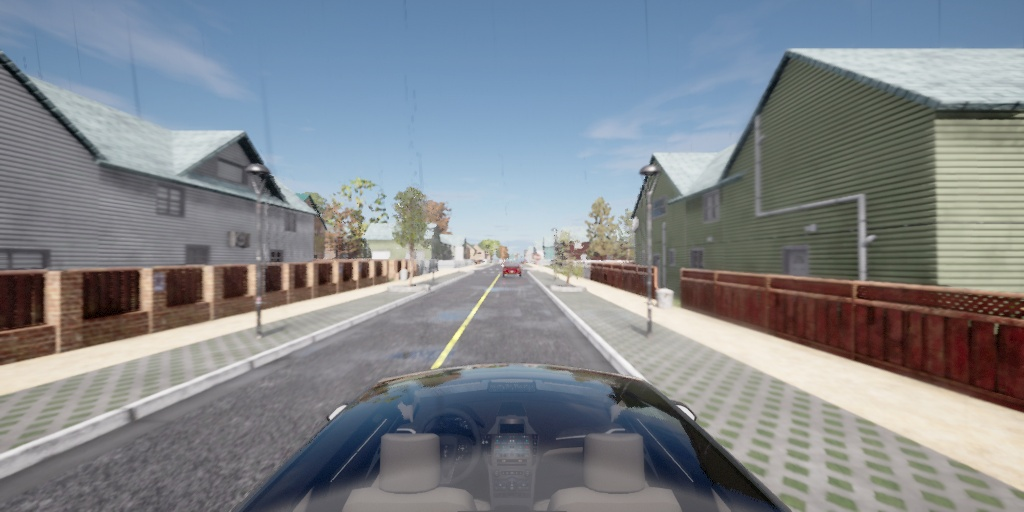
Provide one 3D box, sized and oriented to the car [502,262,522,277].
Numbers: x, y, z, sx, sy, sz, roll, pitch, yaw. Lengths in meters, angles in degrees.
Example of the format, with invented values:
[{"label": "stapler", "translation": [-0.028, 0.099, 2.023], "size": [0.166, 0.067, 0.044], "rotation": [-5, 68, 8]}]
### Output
[{"label": "car", "translation": [0.006, 1.321, 35.634], "size": [1.882, 1.535, 5.008], "rotation": [0, -1, 0]}]
